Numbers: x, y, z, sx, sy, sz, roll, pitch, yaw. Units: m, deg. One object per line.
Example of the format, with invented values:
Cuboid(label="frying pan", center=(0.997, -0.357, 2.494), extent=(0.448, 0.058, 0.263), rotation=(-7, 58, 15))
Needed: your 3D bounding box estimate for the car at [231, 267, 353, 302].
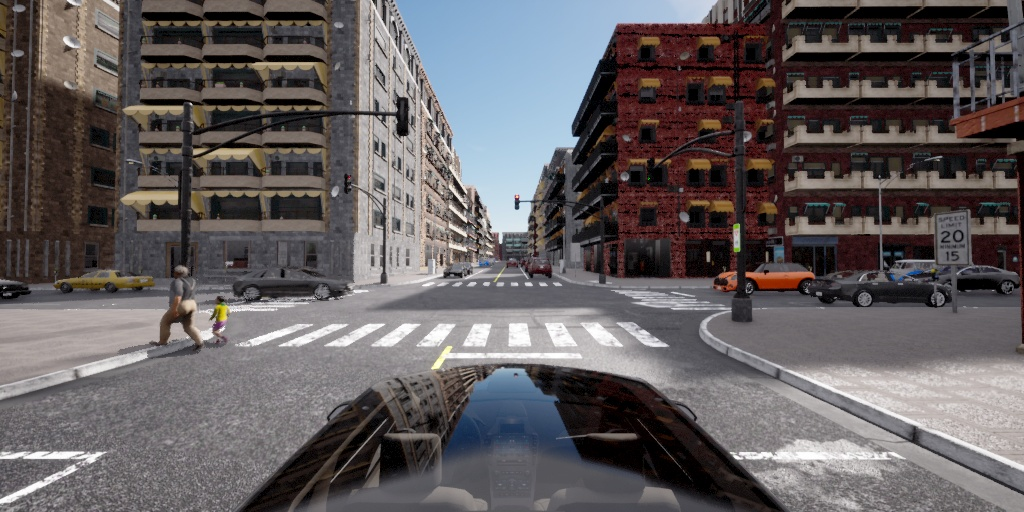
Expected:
Cuboid(label="car", center=(-9.945, 1.269, 16.509), extent=(4.892, 1.490, 1.837), rotation=(0, -1, -7))

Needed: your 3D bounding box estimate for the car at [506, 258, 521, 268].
Cuboid(label="car", center=(0.070, 1.174, 63.365), extent=(2.097, 1.767, 4.553), rotation=(0, 0, 0))

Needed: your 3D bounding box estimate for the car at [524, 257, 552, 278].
Cuboid(label="car", center=(2.603, 1.077, 33.806), extent=(2.192, 1.841, 5.009), rotation=(0, 0, 0))

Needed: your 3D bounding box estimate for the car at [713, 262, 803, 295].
Cuboid(label="car", center=(13.223, 1.103, 18.964), extent=(4.553, 1.767, 2.097), rotation=(0, -1, 1))

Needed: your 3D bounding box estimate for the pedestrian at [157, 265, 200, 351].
Cuboid(label="pedestrian", center=(-6.904, 1.046, 7.443), extent=(0.375, 1.860, 0.375), rotation=(1, -1, 0))

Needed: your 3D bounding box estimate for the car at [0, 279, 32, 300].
Cuboid(label="car", center=(-25.294, 1.348, 16.119), extent=(5.357, 1.411, 2.033), rotation=(0, -1, 0))

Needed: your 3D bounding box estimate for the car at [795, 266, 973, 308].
Cuboid(label="car", center=(13.758, 1.185, 13.501), extent=(4.403, 1.370, 2.007), rotation=(0, 0, 0))

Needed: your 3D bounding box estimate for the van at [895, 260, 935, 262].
Cuboid(label="van", center=(24.925, 1.115, 21.340), extent=(3.998, 1.789, 1.690), rotation=(0, 0, 0))

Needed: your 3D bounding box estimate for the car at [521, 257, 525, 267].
Cuboid(label="car", center=(2.615, 1.086, 44.930), extent=(2.192, 1.841, 5.009), rotation=(0, 0, 0))

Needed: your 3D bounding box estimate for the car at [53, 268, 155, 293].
Cuboid(label="car", center=(-24.421, 1.436, 21.515), extent=(4.829, 1.417, 1.751), rotation=(0, 0, 0))

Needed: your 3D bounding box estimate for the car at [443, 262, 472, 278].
Cuboid(label="car", center=(-5.278, 1.328, 33.770), extent=(1.948, 1.339, 4.313), rotation=(0, 0, 0))

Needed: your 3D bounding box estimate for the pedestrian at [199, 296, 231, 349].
Cuboid(label="pedestrian", center=(-6.508, 1.427, 8.042), extent=(0.500, 1.100, 0.500), rotation=(1, -1, 0))

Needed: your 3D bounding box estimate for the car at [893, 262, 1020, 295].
Cuboid(label="car", center=(23.476, 1.217, 18.893), extent=(4.902, 1.511, 2.128), rotation=(0, -1, 0))
